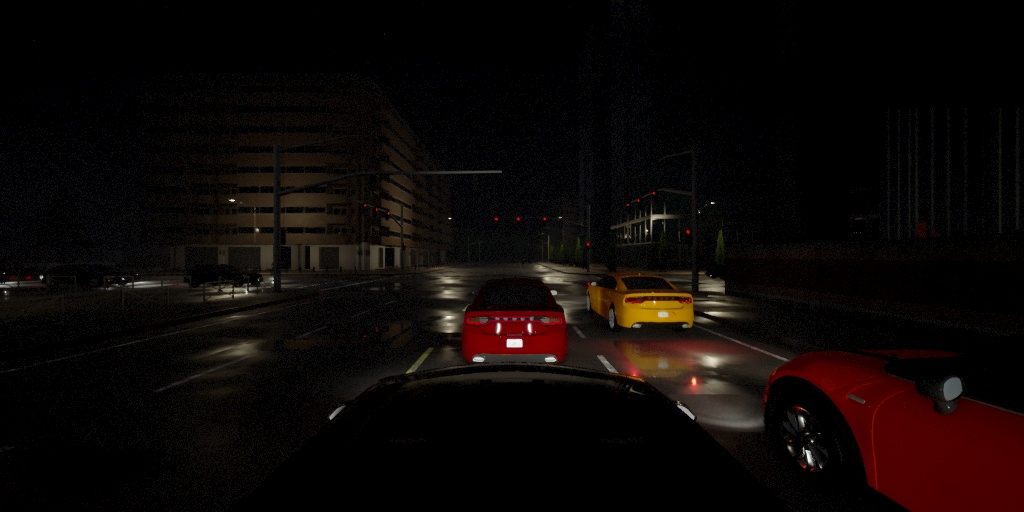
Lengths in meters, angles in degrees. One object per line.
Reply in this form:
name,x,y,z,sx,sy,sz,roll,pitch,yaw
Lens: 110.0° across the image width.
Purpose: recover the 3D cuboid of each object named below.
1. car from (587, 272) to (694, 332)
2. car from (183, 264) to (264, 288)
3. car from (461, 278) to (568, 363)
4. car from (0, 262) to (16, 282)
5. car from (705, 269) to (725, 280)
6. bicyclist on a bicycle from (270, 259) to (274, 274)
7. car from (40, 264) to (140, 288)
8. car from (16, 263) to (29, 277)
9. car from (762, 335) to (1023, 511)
car,3.579,1.228,10.918,1.882,1.535,5.008,0,0,0
car,-19.425,1.331,24.192,4.674,1.442,1.812,0,0,0
car,0.060,1.228,8.144,1.882,1.535,5.008,0,0,0
car,-42.245,1.331,27.780,4.674,1.442,1.812,0,0,0
car,19.527,1.406,31.220,4.718,1.301,1.895,0,0,0
bicyclist on a bicycle,-25.531,1.106,38.680,0.582,1.620,1.656,0,0,0
car,-28.665,1.310,24.210,4.892,1.490,1.837,0,0,0
car,-50.342,1.297,34.947,4.902,1.511,2.128,0,0,1
car,3.600,1.102,1.772,2.097,1.767,4.553,0,0,0
